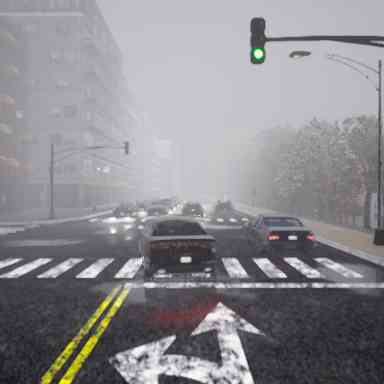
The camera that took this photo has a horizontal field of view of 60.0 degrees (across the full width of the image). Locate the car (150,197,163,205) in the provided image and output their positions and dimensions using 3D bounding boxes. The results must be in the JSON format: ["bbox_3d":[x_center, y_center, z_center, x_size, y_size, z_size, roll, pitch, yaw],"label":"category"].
[{"bbox_3d":[-6.498,1.691,61.580,1.994,1.385,4.181,0,0,0],"label":"car"}]

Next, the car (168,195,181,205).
[{"bbox_3d":[-3.248,1.481,62.440,2.097,1.767,4.553,0,0,0],"label":"car"}]

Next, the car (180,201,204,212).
[{"bbox_3d":[0.102,1.624,32.528,1.994,1.385,4.181,0,0,0],"label":"car"}]

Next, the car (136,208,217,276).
[{"bbox_3d":[-0.643,1.496,10.528,1.882,1.535,5.008,0,0,-12],"label":"car"}]

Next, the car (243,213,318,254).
[{"bbox_3d":[3.351,1.571,13.565,2.033,1.411,5.357,0,0,0],"label":"car"}]

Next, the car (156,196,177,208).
[{"bbox_3d":[-3.327,1.588,43.373,1.837,1.490,4.892,0,0,0],"label":"car"}]

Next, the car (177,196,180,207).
[{"bbox_3d":[-3.260,1.668,52.287,1.994,1.385,4.181,0,0,0],"label":"car"}]

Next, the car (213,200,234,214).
[{"bbox_3d":[3.352,1.558,35.771,2.128,1.511,4.902,0,0,0],"label":"car"}]

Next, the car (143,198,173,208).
[{"bbox_3d":[-3.342,1.610,33.773,2.033,1.411,5.357,0,0,0],"label":"car"}]

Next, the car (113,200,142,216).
[{"bbox_3d":[-6.591,1.663,33.519,1.895,1.301,4.718,0,0,0],"label":"car"}]
